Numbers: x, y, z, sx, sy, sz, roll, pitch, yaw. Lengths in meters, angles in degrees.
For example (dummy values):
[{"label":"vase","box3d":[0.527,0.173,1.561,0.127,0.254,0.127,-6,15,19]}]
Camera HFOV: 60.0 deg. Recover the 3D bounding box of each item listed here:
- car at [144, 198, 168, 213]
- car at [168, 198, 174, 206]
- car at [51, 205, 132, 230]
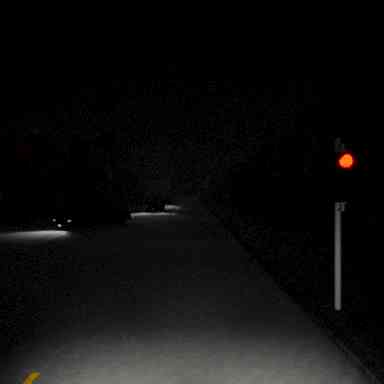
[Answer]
[{"label":"car","box3d":[-4.086,1.507,37.305,1.812,1.442,4.674,0,0,0]},{"label":"car","box3d":[-4.058,1.573,54.987,1.895,1.301,4.718,0,0,0]},{"label":"car","box3d":[-6.161,1.536,21.273,2.033,1.411,5.357,0,0,32]}]
